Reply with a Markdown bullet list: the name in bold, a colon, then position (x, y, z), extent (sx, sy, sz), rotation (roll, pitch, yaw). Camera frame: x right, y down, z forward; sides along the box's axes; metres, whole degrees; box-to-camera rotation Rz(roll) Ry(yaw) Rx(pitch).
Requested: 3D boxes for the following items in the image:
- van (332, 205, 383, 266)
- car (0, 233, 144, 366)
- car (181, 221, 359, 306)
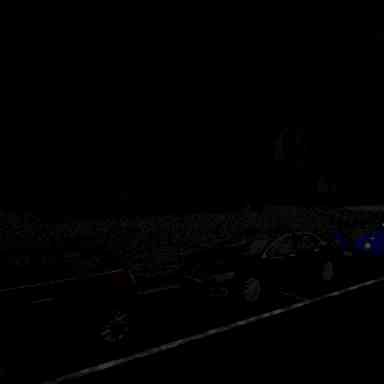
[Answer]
- **van**: position (6.408, 1.343, 11.229), extent (3.998, 1.788, 1.690), rotation (0, 0, -36)
- **car**: position (-2.833, 1.440, 4.629), extent (4.097, 1.590, 1.967), rotation (0, 0, -36)
- **car**: position (1.788, 1.552, 7.929), extent (4.403, 1.369, 2.008), rotation (0, 0, -36)
